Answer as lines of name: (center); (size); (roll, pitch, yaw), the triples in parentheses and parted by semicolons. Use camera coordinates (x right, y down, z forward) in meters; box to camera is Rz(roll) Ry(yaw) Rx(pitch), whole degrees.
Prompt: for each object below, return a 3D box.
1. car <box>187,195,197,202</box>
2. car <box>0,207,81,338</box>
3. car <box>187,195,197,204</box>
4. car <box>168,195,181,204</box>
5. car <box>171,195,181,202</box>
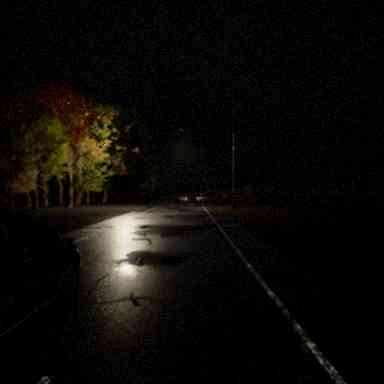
car: (-0.008, 1.404, 74.351); (1.994, 1.385, 4.181); (0, 0, 0)
car: (-3.501, 1.223, 4.971); (2.150, 2.045, 5.566); (0, 0, 0)
car: (-0.006, 1.488, 64.311); (1.837, 1.490, 4.892); (0, 0, 0)
car: (-3.505, 1.489, 63.927); (1.837, 1.490, 4.892); (0, 0, 0)
car: (-3.507, 1.392, 74.352); (2.033, 1.411, 5.357); (0, 0, 0)
